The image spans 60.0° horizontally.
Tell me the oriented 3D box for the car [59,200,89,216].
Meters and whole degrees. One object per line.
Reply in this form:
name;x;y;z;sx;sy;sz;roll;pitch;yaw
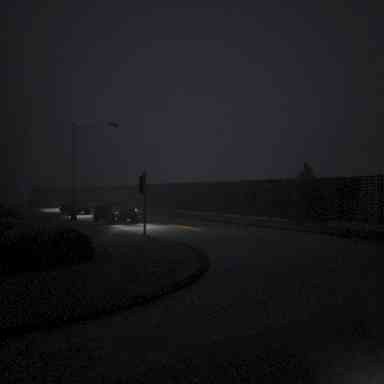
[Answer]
car;-11.834;1.547;33.390;2.033;1.411;5.357;0;0;-36

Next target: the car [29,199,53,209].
car;-20.992;1.602;46.122;1.895;1.301;4.718;0;0;-42

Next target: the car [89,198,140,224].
car;-5.683;1.352;24.775;2.097;1.767;4.553;0;0;-36
